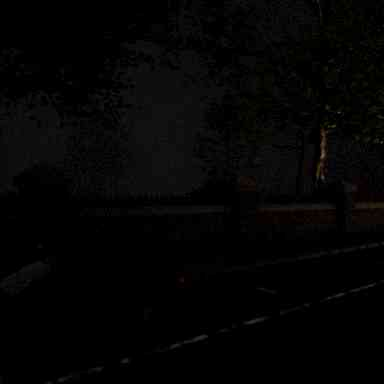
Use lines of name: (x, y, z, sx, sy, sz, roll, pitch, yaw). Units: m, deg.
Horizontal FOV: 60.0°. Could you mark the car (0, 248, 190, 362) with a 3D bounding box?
car: (-1.979, 1.593, 5.148, 4.206, 1.307, 1.802, 1, 0, -35)
